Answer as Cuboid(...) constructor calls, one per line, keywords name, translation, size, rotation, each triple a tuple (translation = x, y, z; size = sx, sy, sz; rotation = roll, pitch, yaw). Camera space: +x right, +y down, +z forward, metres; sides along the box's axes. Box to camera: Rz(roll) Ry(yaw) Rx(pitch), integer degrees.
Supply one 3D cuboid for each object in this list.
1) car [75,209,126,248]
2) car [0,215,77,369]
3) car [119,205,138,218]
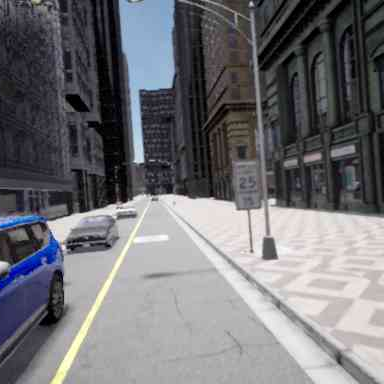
Cuboid(name="car", translation=(-4.754, 1.876, 16.588), size=(2.033, 1.411, 5.357), rotation=(-4, 0, -7))
Cuboid(name="car", translation=(-3.406, 1.466, 4.555), size=(2.150, 2.045, 5.566), rotation=(-4, 0, -7))
Cuboid(name="car", translation=(-6.785, 2.025, 34.966), size=(1.895, 1.301, 4.718), rotation=(-4, 0, -6))
